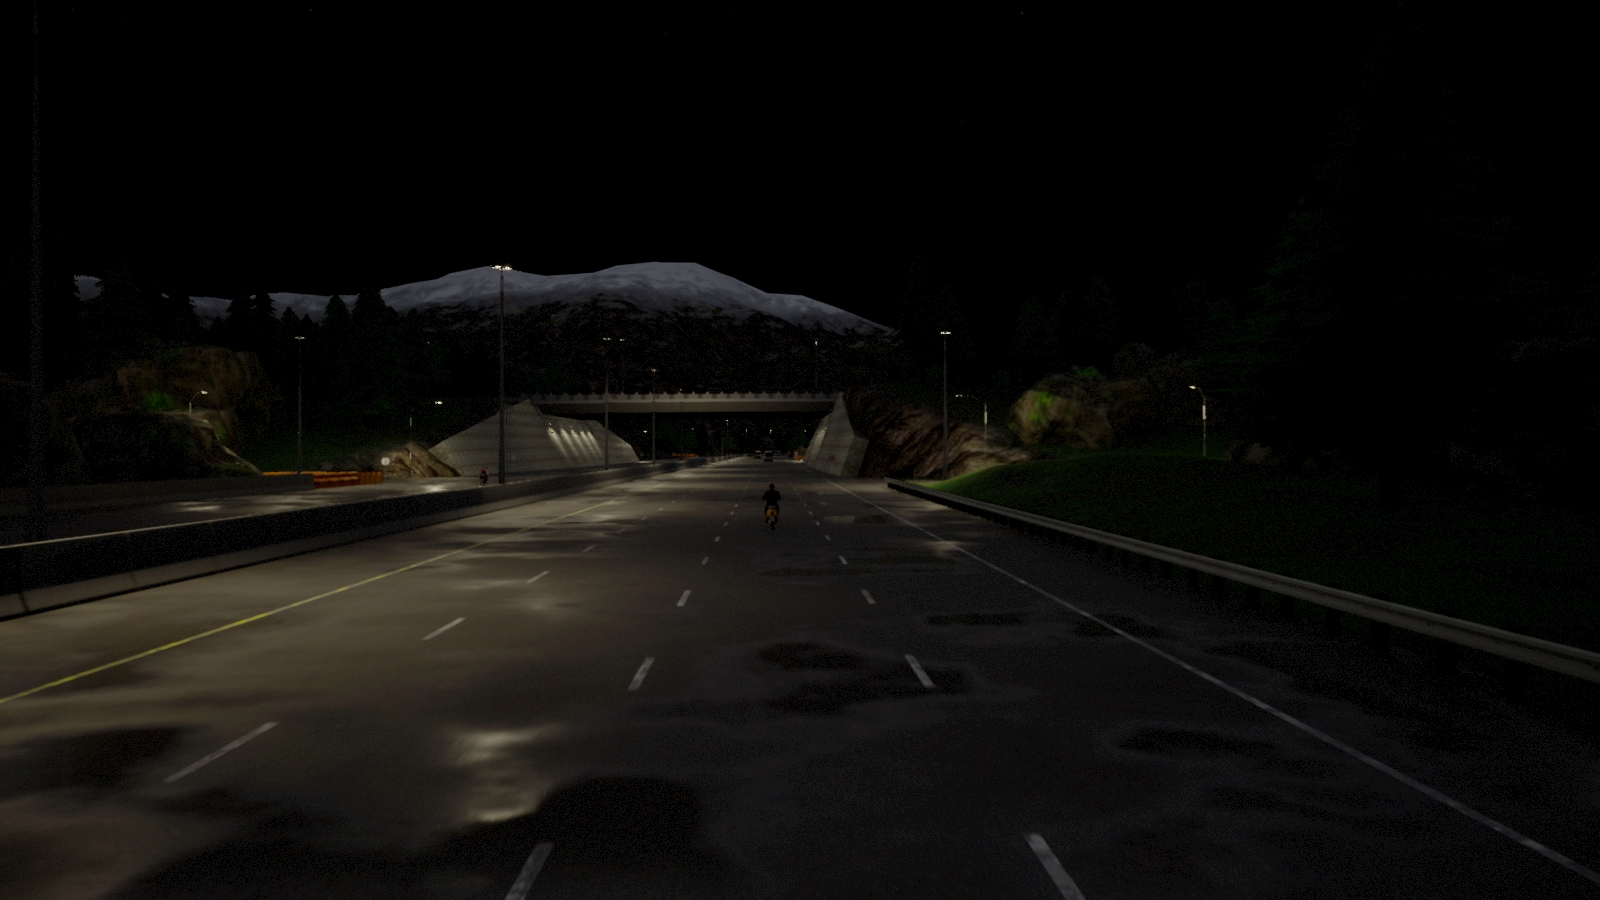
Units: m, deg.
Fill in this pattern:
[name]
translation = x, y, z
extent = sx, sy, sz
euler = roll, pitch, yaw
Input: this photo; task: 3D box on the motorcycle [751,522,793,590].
[motorcycle]
translation = -0.588, 2.183, 23.833
extent = 0.856, 1.236, 1.805
euler = 0, 0, -2
